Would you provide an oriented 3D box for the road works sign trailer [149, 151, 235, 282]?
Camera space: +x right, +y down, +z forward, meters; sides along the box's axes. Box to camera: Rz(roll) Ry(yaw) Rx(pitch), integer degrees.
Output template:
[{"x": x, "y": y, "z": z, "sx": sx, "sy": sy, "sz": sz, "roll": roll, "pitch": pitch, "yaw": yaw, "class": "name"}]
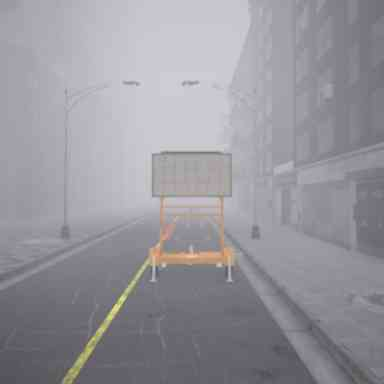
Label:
[{"x": -0.008, "y": 0.560, "z": 10.091, "sx": 2.380, "sy": 3.560, "sz": 2.880, "roll": 0, "pitch": -1, "yaw": 0, "class": "road works sign trailer"}]
